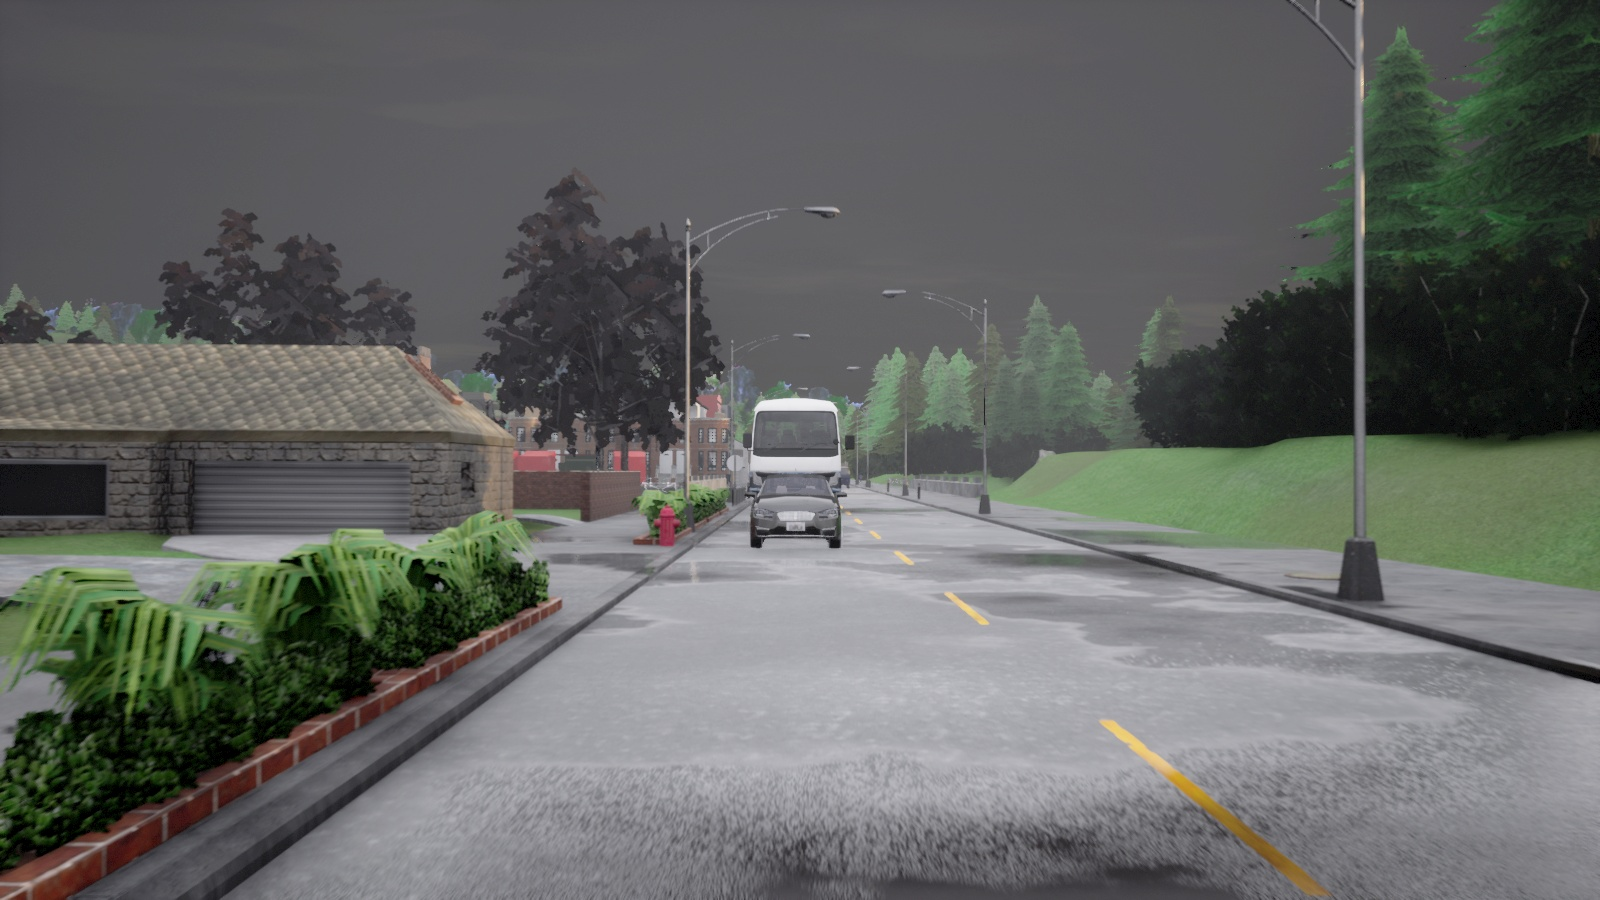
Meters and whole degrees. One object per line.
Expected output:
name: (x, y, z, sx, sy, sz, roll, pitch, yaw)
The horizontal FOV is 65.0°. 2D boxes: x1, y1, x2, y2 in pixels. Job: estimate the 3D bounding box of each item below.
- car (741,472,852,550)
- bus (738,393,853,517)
car: (-0.078, 1.218, 26.670, 2.128, 1.511, 4.902, 0, -1, 0)
bus: (-0.158, 0.250, 48.455, 3.944, 4.253, 10.273, 0, -1, 0)
